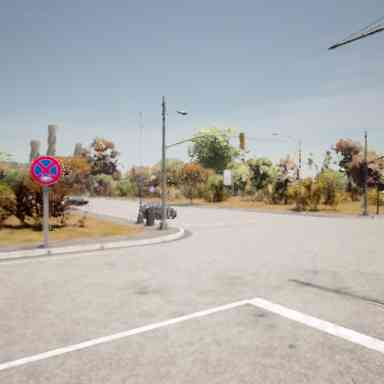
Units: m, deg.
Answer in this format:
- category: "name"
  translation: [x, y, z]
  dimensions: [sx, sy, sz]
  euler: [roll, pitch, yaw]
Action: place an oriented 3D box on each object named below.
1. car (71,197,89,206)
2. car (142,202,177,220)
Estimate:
- category: "car"
  translation: [-17.148, 1.424, 50.827]
  dimensions: [1.895, 1.301, 4.718]
  euler: [0, 1, -32]
- category: "car"
  translation: [-2.953, 1.555, 28.329]
  dimensions: [1.994, 1.385, 4.181]
  euler: [0, 0, -32]
